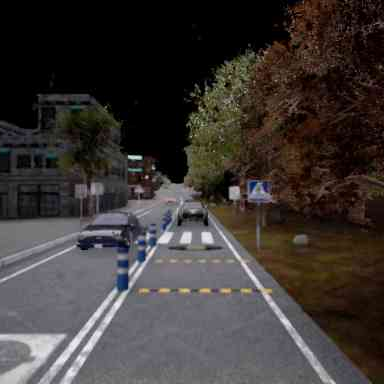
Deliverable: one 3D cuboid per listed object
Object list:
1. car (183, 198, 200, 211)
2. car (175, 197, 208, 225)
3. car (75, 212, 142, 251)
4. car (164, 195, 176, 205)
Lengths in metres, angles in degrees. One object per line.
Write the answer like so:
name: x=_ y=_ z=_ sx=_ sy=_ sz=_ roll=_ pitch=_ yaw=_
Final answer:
car: x=-0.032 y=1.551 z=43.111 sx=2.033 sy=1.411 sz=5.357 roll=0 pitch=0 yaw=0
car: x=0.056 y=1.375 z=24.407 sx=2.097 sy=1.767 sz=4.553 roll=0 pitch=0 yaw=0
car: x=-3.364 y=1.577 z=14.586 sx=2.033 sy=1.411 sz=5.357 roll=0 pitch=0 yaw=0
car: x=-3.558 y=1.330 z=56.930 sx=2.097 sy=1.767 sz=4.553 roll=0 pitch=0 yaw=0
